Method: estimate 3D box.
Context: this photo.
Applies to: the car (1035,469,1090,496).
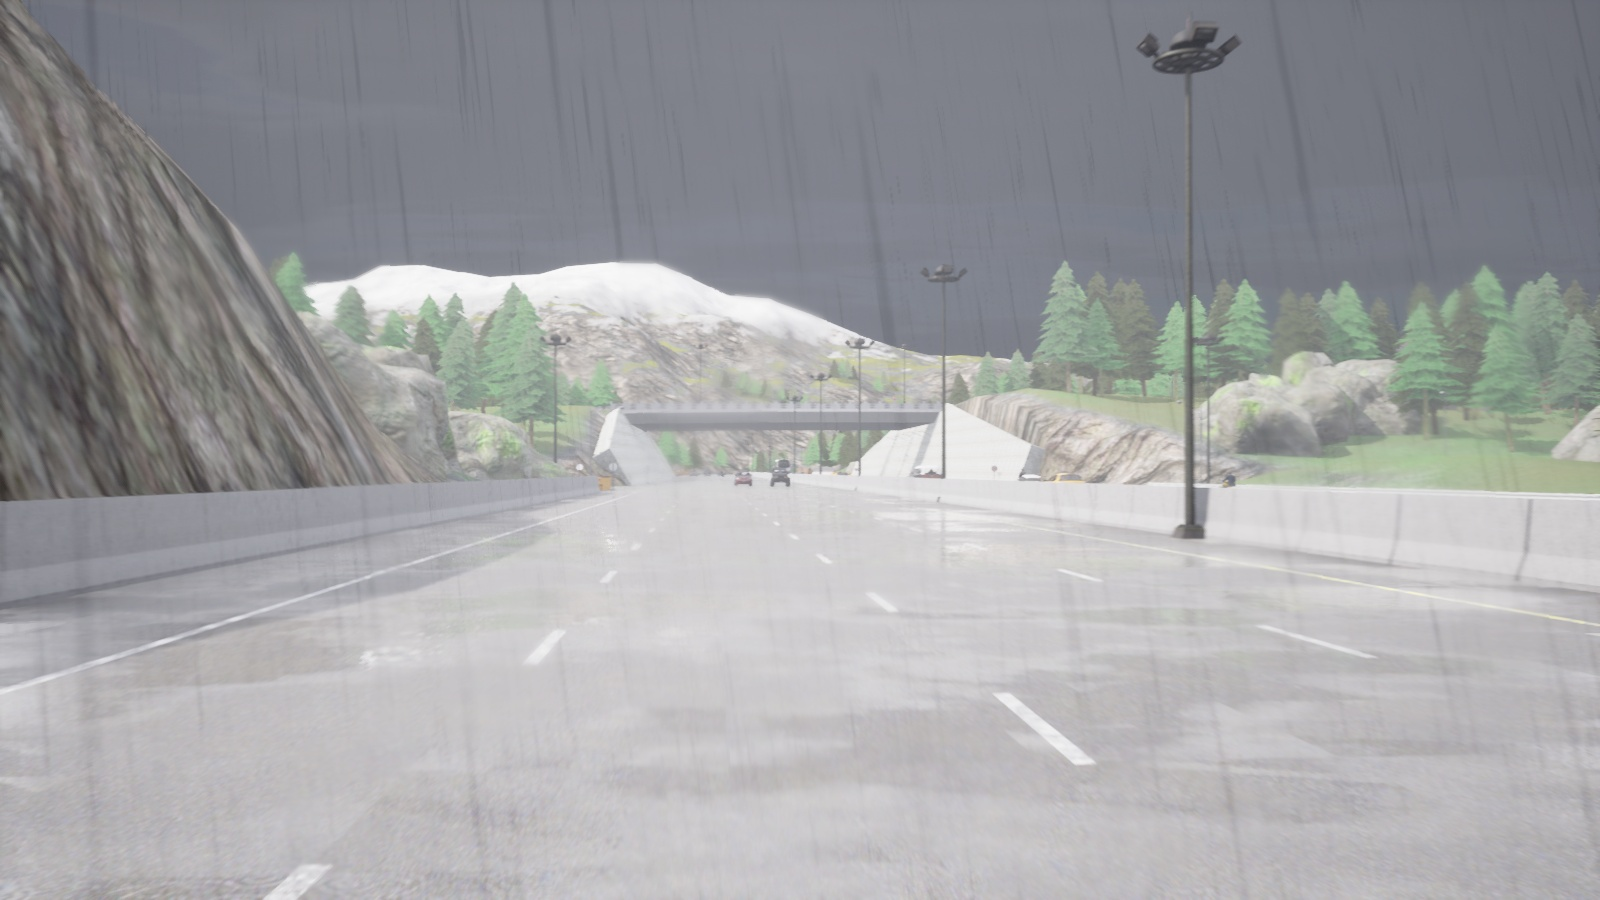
[{"bbox_3d":[15.677,1.913,75.363,1.801,1.575,5.366,0,-1,-4],"label":"car"}]
